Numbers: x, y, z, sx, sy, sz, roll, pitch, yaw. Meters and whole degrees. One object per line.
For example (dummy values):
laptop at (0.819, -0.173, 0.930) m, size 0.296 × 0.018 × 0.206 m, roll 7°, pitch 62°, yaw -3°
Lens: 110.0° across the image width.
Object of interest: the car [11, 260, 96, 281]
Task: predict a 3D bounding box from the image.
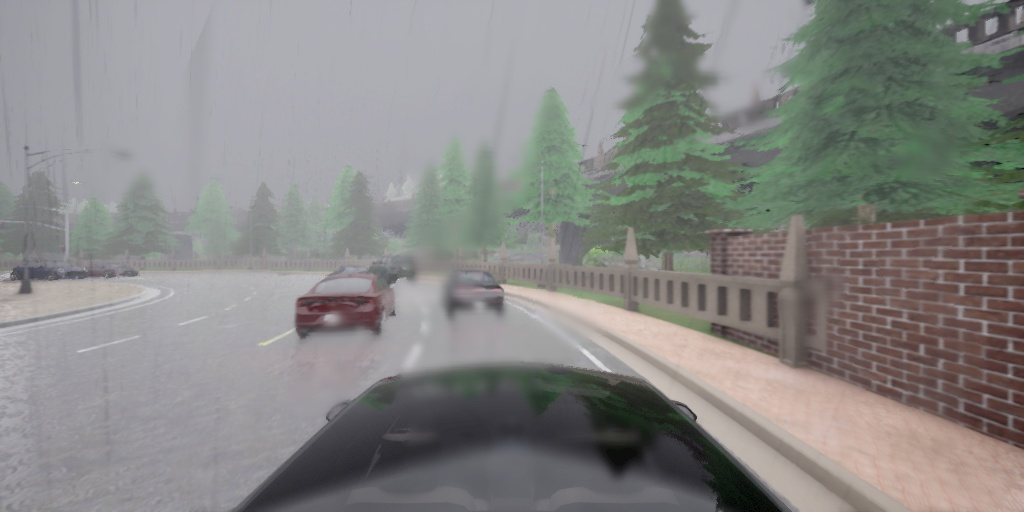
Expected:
car at (-37.763, 1.141, 29.422) m, size 4.553 × 1.767 × 2.097 m, roll 0°, pitch 0°, yaw 2°

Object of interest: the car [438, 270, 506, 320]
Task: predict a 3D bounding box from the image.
car at (-1.539, 1.247, 12.859) m, size 2.128 × 1.511 × 4.902 m, roll 0°, pitch 0°, yaw -15°

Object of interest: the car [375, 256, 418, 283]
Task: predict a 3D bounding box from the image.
car at (-9.134, 0.991, 27.251) m, size 2.150 × 2.045 × 5.566 m, roll 0°, pitch 0°, yaw -41°

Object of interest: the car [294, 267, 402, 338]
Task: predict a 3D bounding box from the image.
car at (-4.455, 1.235, 10.305) m, size 1.882 × 1.535 × 5.008 m, roll 0°, pitch 0°, yaw -12°

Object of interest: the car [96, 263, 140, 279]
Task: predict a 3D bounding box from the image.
car at (-36.908, 1.355, 32.881) m, size 4.181 × 1.385 × 1.994 m, roll 0°, pitch 0°, yaw 2°

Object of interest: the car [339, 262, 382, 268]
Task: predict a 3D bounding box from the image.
car at (-10.545, 1.314, 23.507) m, size 2.033 × 1.411 × 5.357 m, roll 0°, pitch 0°, yaw -37°
